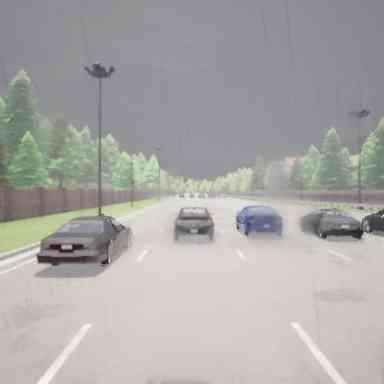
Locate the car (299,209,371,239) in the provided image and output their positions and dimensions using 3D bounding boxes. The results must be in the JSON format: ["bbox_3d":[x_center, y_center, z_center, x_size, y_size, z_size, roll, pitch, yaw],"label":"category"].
[{"bbox_3d":[7.095,1.557,17.377,1.994,1.385,4.181,0,0,0],"label":"car"}]

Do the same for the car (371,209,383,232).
[{"bbox_3d":[10.595,1.498,16.963,1.837,1.490,4.892,0,0,0],"label":"car"}]

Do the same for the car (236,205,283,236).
[{"bbox_3d":[3.596,1.470,18.446,1.882,1.535,5.008,0,0,0],"label":"car"}]

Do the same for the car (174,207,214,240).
[{"bbox_3d":[0.095,1.484,16.883,2.128,1.511,4.902,0,0,0],"label":"car"}]

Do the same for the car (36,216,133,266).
[{"bbox_3d":[-3.402,1.542,11.539,2.033,1.411,5.357,0,0,0],"label":"car"}]
